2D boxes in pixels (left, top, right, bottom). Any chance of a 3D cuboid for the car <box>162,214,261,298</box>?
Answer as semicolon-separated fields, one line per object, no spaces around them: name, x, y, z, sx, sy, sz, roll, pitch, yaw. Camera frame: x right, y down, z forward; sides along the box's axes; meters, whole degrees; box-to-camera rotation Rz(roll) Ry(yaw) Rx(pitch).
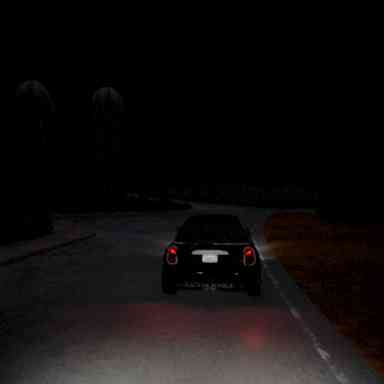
car;0.587;1.369;8.827;2.097;1.767;4.553;0;0;6
